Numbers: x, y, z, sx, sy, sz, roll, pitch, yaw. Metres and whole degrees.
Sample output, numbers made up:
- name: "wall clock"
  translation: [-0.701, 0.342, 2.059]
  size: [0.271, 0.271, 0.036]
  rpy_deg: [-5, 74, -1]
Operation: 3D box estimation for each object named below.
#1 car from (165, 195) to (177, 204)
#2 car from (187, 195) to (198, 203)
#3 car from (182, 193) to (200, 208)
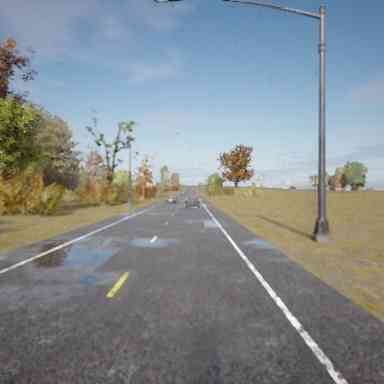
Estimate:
- name: "car"
  translation: [-3.542, 1.207, 57.418]
  size: [2.128, 1.511, 4.902]
  rpy_deg: [0, 0, 1]
- name: "car"
  translation: [0.109, 1.249, 63.184]
  size: [1.994, 1.385, 4.181]
  rpy_deg: [0, 0, 0]
- name: "car"
  translation: [0.105, 1.276, 44.018]
  size: [2.128, 1.511, 4.902]
  rpy_deg: [0, 0, 0]
